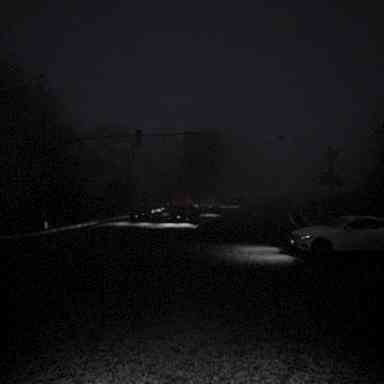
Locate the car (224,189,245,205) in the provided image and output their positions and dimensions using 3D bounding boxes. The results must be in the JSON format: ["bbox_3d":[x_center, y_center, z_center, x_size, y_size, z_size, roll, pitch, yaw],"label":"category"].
[{"bbox_3d":[6.230,0.687,49.161,2.150,2.045,5.566,0,3,23],"label":"car"}]

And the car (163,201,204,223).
[{"bbox_3d":[-0.625,1.722,27.518,1.994,1.385,4.181,0,0,12],"label":"car"}]

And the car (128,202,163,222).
[{"bbox_3d":[-3.899,1.662,28.888,1.837,1.490,4.892,0,0,13],"label":"car"}]

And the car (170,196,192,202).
[{"bbox_3d":[-1.346,1.331,38.538,2.097,1.767,4.553,0,2,18],"label":"car"}]

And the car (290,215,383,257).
[{"bbox_3d":[6.199,1.635,12.825,4.674,1.442,1.812,0,0,0],"label":"car"}]

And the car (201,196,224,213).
[{"bbox_3d":[1.873,1.508,37.174,1.812,1.442,4.674,0,2,18],"label":"car"}]

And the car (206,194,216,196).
[{"bbox_3d":[2.784,1.068,49.993,1.994,1.385,4.181,0,3,22],"label":"car"}]
